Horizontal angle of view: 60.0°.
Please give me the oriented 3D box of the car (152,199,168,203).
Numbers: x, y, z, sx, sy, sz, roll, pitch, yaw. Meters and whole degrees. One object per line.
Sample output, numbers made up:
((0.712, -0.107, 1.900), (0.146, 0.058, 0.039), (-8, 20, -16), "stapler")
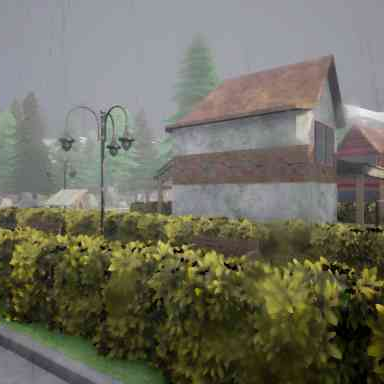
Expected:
((-4.334, 1.640, 41.917), (1.882, 1.535, 5.008), (0, 0, 38), "car")

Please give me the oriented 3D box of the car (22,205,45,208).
((-14.073, 1.763, 28.636), (1.895, 1.301, 4.718), (0, 0, 36), "car")
